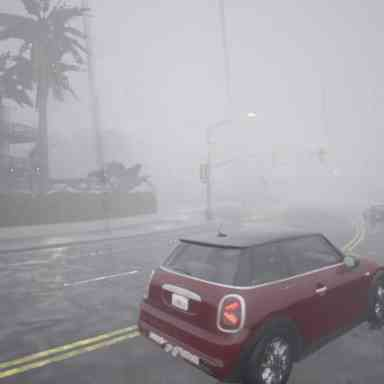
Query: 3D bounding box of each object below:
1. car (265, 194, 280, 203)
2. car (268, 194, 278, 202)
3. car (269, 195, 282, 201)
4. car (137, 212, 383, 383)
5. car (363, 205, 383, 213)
[{"bbox_3d":[17.079,1.524,70.636,2.097,1.535,5.008,0,0,16],"label":"car"},{"bbox_3d":[18.767,1.400,76.837,2.185,1.767,4.553,0,0,16],"label":"car"},{"bbox_3d":[21.859,1.529,87.159,2.231,1.521,4.892,0,0,26],"label":"car"},{"bbox_3d":[1.450,1.357,5.479,4.553,1.767,2.097,0,0,-41],"label":"car"},{"bbox_3d":[13.134,1.564,23.035,1.895,1.301,4.718,0,0,20],"label":"car"}]
